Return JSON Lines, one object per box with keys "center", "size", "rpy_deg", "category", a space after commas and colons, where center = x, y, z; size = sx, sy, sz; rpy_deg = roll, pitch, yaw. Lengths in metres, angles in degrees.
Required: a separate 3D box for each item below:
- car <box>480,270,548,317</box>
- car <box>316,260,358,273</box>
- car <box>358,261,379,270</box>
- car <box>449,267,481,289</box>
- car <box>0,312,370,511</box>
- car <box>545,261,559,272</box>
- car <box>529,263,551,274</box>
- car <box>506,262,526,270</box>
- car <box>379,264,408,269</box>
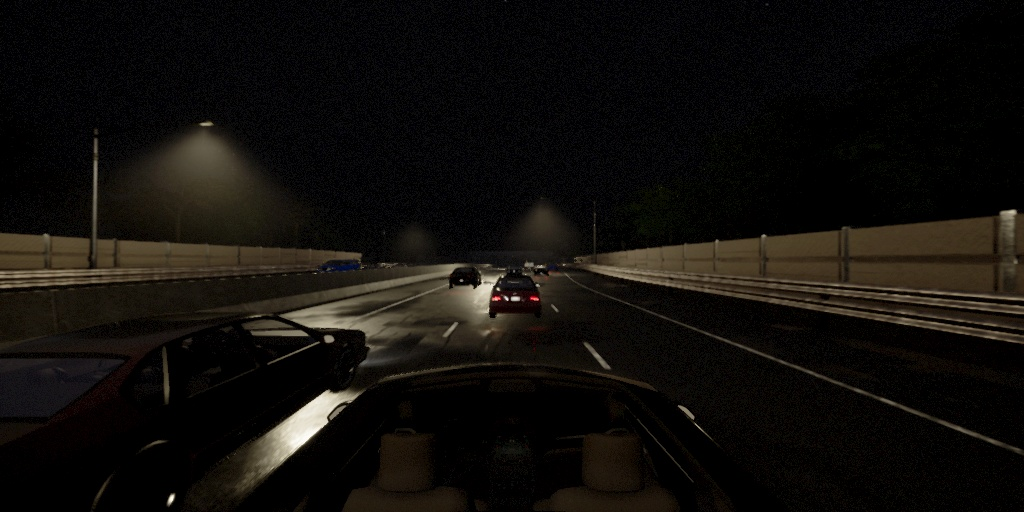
{"center": [0.112, 1.442, 13.926], "size": [2.033, 1.411, 5.357], "rpy_deg": [0, -1, 0], "category": "car"}
{"center": [-20.928, 1.456, 42.700], "size": [2.150, 2.045, 5.566], "rpy_deg": [0, -1, 1], "category": "car"}
{"center": [-17.396, 1.762, 45.605], "size": [2.128, 1.511, 4.902], "rpy_deg": [0, -1, 1], "category": "car"}
{"center": [-3.343, 1.519, 26.285], "size": [1.882, 1.535, 5.008], "rpy_deg": [0, -1, 0], "category": "car"}
{"center": [-3.399, 1.321, 3.813], "size": [2.033, 1.411, 5.357], "rpy_deg": [0, -1, 0], "category": "car"}
{"center": [7.240, 2.038, 63.430], "size": [1.812, 1.442, 4.674], "rpy_deg": [0, -1, 2], "category": "car"}
{"center": [3.700, 1.889, 47.468], "size": [1.895, 1.301, 4.718], "rpy_deg": [0, -1, 1], "category": "car"}
{"center": [0.249, 1.767, 41.075], "size": [2.033, 1.411, 5.357], "rpy_deg": [0, -1, 0], "category": "car"}
{"center": [-13.913, 1.741, 43.805], "size": [2.128, 1.511, 4.902], "rpy_deg": [0, -1, 1], "category": "car"}
